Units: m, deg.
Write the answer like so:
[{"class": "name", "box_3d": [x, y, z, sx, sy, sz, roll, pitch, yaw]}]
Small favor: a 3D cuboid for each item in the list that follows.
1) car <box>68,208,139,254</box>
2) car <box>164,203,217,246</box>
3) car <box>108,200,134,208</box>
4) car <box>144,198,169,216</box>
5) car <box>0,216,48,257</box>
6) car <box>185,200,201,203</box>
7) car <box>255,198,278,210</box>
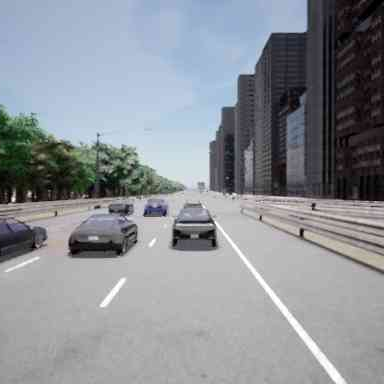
[{"class": "car", "box_3d": [-3.396, 1.558, 13.455, 1.994, 1.385, 4.181, 0, 0, 0]}, {"class": "car", "box_3d": [0.101, 1.484, 15.224, 2.128, 1.511, 4.902, 0, 0, 0]}, {"class": "car", "box_3d": [-6.896, 1.485, 32.779, 2.128, 1.511, 4.902, 0, 0, 0]}, {"class": "car", "box_3d": [-3.396, 1.345, 32.560, 2.097, 1.767, 4.553, 0, 0, 0]}, {"class": "car", "box_3d": [-6.897, 1.542, 11.369, 2.033, 1.411, 5.357, 0, 0, 0]}, {"class": "car", "box_3d": [0.103, 1.484, 32.768, 2.128, 1.511, 4.902, 0, 0, 0]}, {"class": "car", "box_3d": [9.843, 1.526, 44.325, 2.128, 1.511, 4.902, 0, 0, -13]}]
